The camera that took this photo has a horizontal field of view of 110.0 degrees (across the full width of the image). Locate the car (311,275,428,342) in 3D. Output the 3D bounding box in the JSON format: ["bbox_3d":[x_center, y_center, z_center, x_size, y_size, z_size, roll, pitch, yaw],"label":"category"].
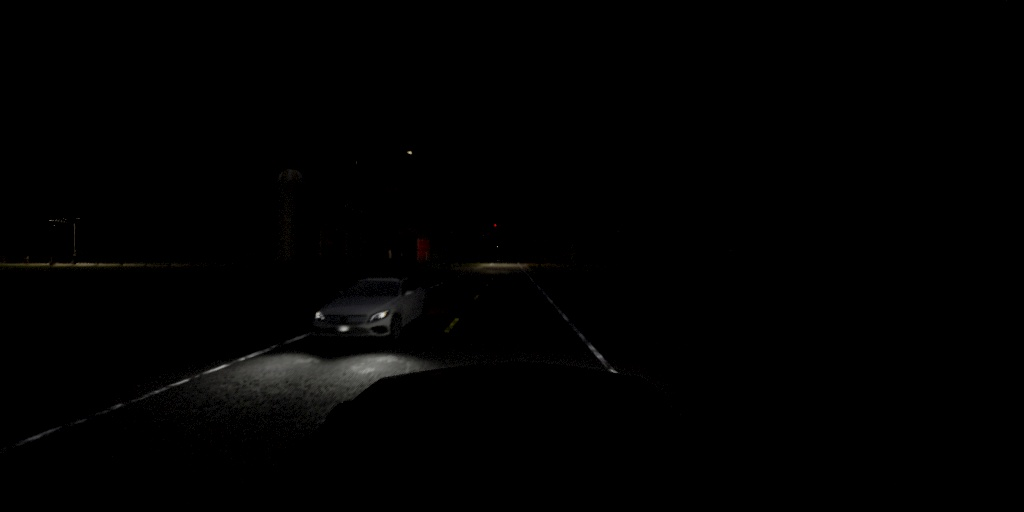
[{"bbox_3d":[-3.602,1.294,9.990,1.812,1.442,4.674,0,0,0],"label":"car"}]
